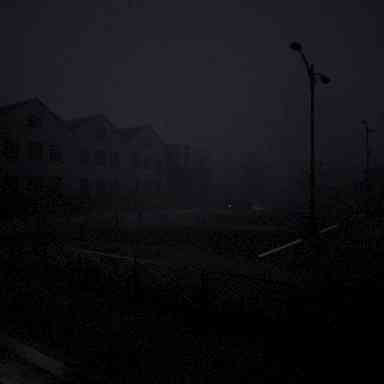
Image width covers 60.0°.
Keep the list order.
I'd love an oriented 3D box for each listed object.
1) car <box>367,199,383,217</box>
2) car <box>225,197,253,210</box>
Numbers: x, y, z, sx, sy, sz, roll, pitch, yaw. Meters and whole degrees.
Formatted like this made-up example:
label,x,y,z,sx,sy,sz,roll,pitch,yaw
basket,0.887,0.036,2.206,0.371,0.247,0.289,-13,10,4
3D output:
label,x,y,z,sx,sy,sz,roll,pitch,yaw
car,15.422,1.298,26.809,2.007,1.523,4.514,0,0,35
car,5.632,1.313,39.493,1.837,1.490,4.892,0,0,35
